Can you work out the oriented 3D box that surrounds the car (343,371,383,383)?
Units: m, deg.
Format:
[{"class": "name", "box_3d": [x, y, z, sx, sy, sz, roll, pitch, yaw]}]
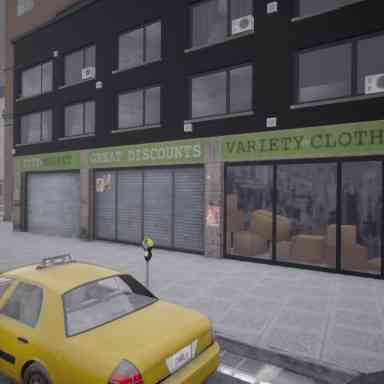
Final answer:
[{"class": "car", "box_3d": [2.717, 1.551, 1.156, 4.403, 1.369, 2.008, 0, 1, 35]}]

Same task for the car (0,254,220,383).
[{"class": "car", "box_3d": [-1.975, 1.524, 4.491, 4.829, 1.417, 1.752, 0, 1, 35]}]
